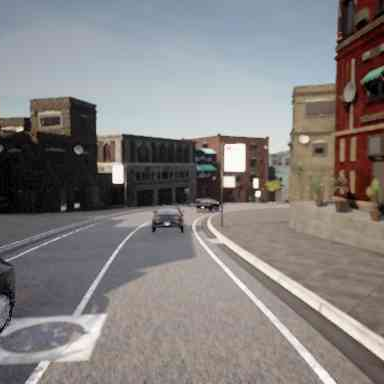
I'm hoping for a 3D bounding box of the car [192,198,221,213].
[{"bbox_3d":[2.112,1.603,40.214,1.882,1.535,5.008,1,0,21],"label":"car"}]

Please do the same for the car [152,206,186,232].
[{"bbox_3d":[-1.372,1.556,20.348,1.812,1.442,4.674,-1,0,-1],"label":"car"}]

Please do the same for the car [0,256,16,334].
[{"bbox_3d":[-3.880,1.547,3.915,1.837,1.490,4.892,-1,0,-4],"label":"car"}]

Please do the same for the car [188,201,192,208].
[{"bbox_3d":[1.274,1.539,47.066,1.882,1.535,5.008,2,0,29],"label":"car"}]
